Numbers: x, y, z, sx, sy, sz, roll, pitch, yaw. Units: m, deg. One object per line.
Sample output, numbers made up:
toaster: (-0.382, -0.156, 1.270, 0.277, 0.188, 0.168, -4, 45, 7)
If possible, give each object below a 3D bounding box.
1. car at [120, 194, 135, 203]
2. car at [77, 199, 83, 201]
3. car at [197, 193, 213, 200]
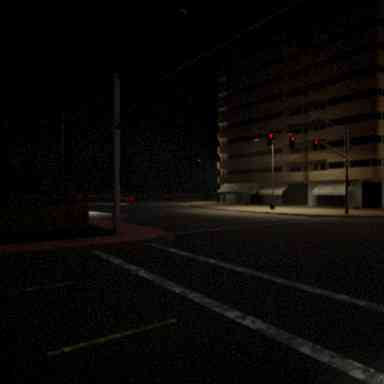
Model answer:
car: (-12.569, 1.214, 63.630, 2.097, 1.767, 4.553, 0, 0, 13)
car: (-13.628, 1.456, 39.923, 1.895, 1.301, 4.718, 3, 0, -27)
car: (3.491, 1.134, 88.531, 4.553, 1.767, 2.097, 0, 0, -39)
